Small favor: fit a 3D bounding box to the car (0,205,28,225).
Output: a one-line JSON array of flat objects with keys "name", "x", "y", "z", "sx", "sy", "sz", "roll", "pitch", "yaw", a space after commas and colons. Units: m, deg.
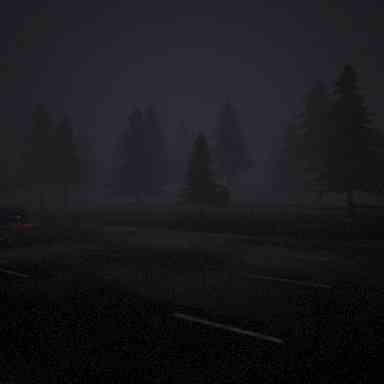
[{"name": "car", "x": -15.855, "y": 1.864, "z": 28.084, "sx": 5.008, "sy": 1.535, "sz": 1.882, "roll": -1, "pitch": -1, "yaw": 36}]
